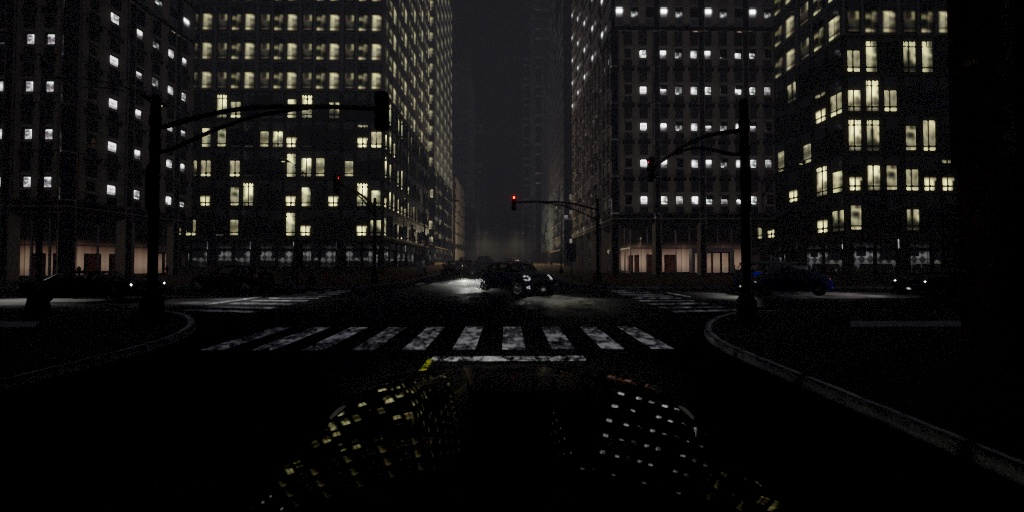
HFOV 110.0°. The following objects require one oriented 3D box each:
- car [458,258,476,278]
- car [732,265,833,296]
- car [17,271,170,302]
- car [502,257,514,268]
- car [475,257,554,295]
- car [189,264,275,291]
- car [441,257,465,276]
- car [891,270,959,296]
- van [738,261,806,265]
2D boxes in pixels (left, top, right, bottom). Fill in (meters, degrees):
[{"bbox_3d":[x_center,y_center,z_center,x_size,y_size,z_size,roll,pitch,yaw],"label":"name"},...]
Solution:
[{"bbox_3d":[-3.532,1.253,34.004,2.128,1.511,4.902,0,0,-1],"label":"car"},{"bbox_3d":[14.522,1.342,19.239,4.674,1.442,1.812,0,-1,-2],"label":"car"},{"bbox_3d":[-18.066,1.301,15.680,4.718,1.301,1.895,0,-1,-1],"label":"car"},{"bbox_3d":[-0.732,1.126,64.000,2.097,1.767,4.553,0,0,-1],"label":"car"},{"bbox_3d":[0.204,1.109,19.795,2.097,1.767,4.553,0,0,-38],"label":"car"},{"bbox_3d":[-16.757,1.255,21.472,4.097,1.591,1.967,0,0,-1],"label":"car"},{"bbox_3d":[-6.164,1.203,37.052,1.967,1.591,4.097,0,0,-1],"label":"car"},{"bbox_3d":[23.566,1.435,19.343,4.718,1.301,1.895,0,-1,-1],"label":"car"},{"bbox_3d":[15.714,1.210,21.835,3.998,1.789,1.690,0,0,-1],"label":"van"}]
